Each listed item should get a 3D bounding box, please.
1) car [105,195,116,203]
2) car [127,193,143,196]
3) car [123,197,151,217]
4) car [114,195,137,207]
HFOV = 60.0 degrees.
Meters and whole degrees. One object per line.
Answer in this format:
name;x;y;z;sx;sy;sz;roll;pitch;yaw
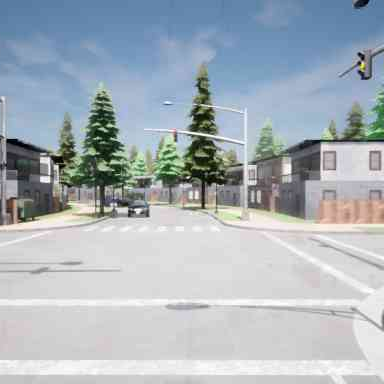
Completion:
car;-16.507;1.318;66.785;2.097;1.767;4.553;0;0;-45
car;-10.391;1.187;58.441;2.150;2.045;5.566;0;0;-36
car;-4.839;1.457;30.567;2.128;1.511;4.902;0;0;-7
car;-9.840;1.566;49.315;1.895;1.301;4.718;0;0;-24
